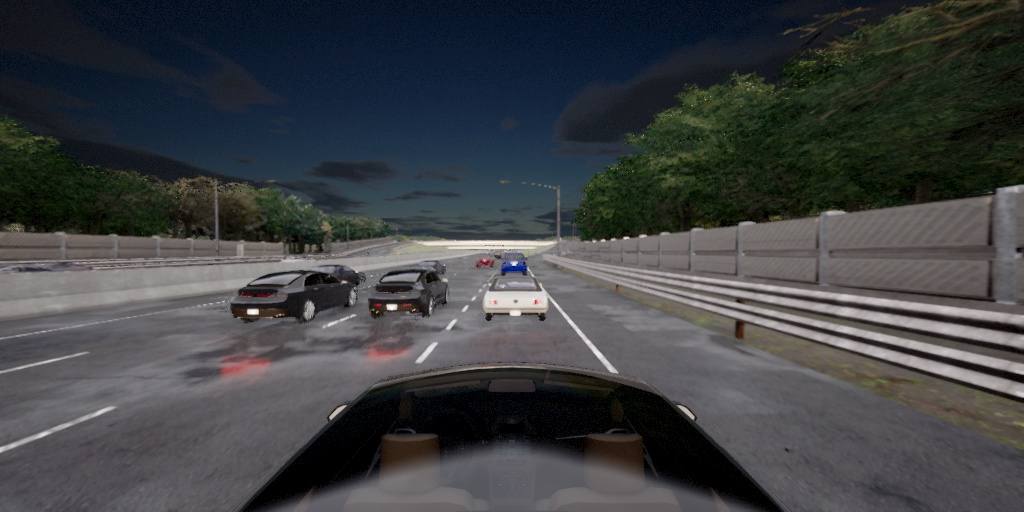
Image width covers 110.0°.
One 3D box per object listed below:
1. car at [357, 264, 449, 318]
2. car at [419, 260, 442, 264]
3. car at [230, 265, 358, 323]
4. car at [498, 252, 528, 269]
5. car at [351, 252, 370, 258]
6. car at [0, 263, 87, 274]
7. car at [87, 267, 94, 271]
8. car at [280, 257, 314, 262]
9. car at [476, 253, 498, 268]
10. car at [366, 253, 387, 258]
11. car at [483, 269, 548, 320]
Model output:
[{"bbox_3d":[-3.490,1.222,12.852,1.837,1.490,4.892,0,0,0],"label":"car"},{"bbox_3d":[-6.822,1.040,30.211,2.033,1.411,5.357,0,1,0],"label":"car"},{"bbox_3d":[-6.890,1.225,11.961,1.837,1.490,4.892,0,0,0],"label":"car"},{"bbox_3d":[0.181,0.702,30.892,2.150,2.045,5.566,0,1,0],"label":"car"},{"bbox_3d":[-24.190,0.039,57.938,1.837,1.490,4.892,0,1,1],"label":"car"},{"bbox_3d":[-24.575,1.166,17.239,2.128,1.511,4.902,0,1,0],"label":"car"},{"bbox_3d":[-31.544,1.149,24.543,1.994,1.385,4.181,0,1,0],"label":"car"},{"bbox_3d":[-27.874,0.759,46.606,1.895,1.301,4.718,0,1,1],"label":"car"},{"bbox_3d":[-3.310,0.526,45.837,2.097,1.767,4.553,0,1,1],"label":"car"},{"bbox_3d":[-20.715,0.555,56.501,1.895,1.301,4.718,0,1,1],"label":"car"},{"bbox_3d":[0.110,1.319,12.409,1.895,1.301,4.718,0,0,0],"label":"car"}]
